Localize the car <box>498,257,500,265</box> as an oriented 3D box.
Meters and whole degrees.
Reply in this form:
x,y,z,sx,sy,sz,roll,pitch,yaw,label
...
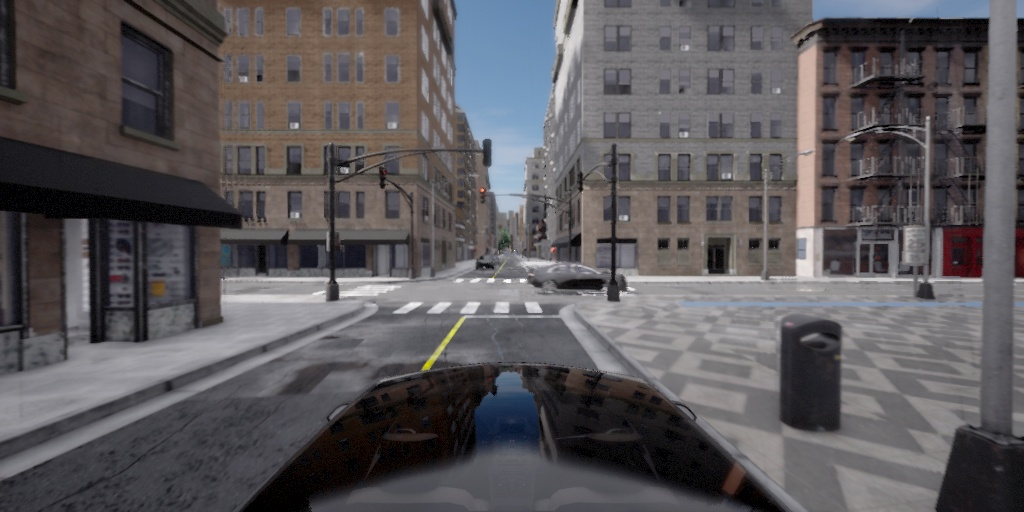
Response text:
x,y,z,sx,sy,sz,roll,pitch,yaw,label
-2.961,0.706,58.539,1.994,1.385,4.181,0,1,1,car

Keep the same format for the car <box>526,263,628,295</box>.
x,y,z,sx,sy,sz,roll,pitch,yaw,label
3.160,1.094,17.730,4.902,1.511,2.128,0,1,0,car

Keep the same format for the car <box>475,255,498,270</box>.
x,y,z,sx,sy,sz,roll,pitch,yaw,label
-3.028,0.677,41.577,2.097,1.767,4.553,0,1,0,car
